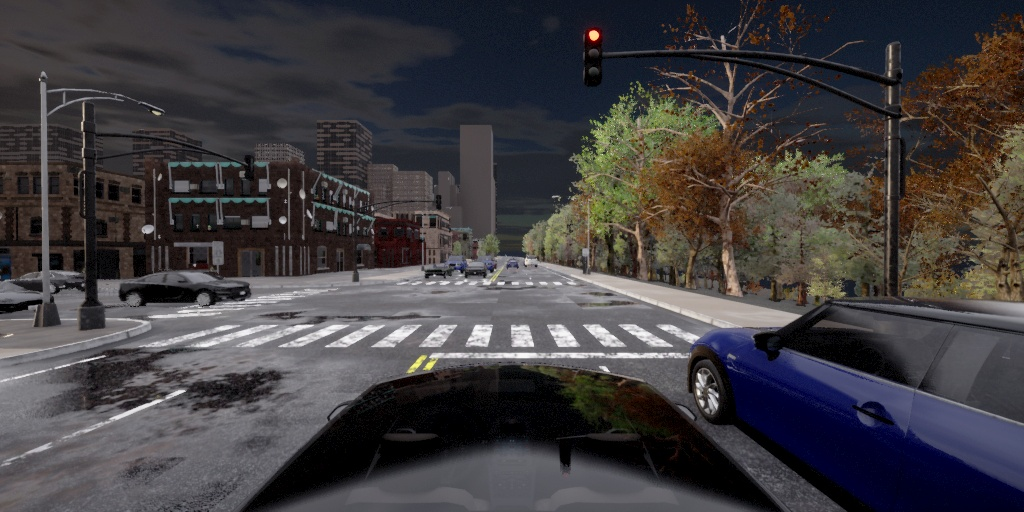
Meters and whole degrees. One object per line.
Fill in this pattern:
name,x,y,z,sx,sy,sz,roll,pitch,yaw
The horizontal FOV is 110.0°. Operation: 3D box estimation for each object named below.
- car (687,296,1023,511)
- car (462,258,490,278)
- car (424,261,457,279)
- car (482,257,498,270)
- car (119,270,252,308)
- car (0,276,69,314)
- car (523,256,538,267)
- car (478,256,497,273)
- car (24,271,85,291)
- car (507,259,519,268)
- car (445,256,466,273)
car,3.351,1.102,2.888,2.097,1.767,4.553,0,0,0
car,-3.344,1.217,34.003,1.882,1.535,5.008,0,0,-2
car,-6.598,1.341,32.772,1.895,1.301,4.718,0,0,0
car,-3.327,1.083,54.306,2.097,1.767,4.553,0,0,0
car,-14.251,1.379,15.787,5.008,1.535,1.882,-1,1,3
car,-19.946,1.564,13.347,4.313,1.339,1.948,0,0,0
car,3.358,0.948,63.696,2.150,2.045,5.566,0,0,0
car,-3.338,0.957,44.035,2.150,2.045,5.566,0,0,0
car,-28.278,1.559,21.860,4.403,1.370,2.007,0,0,0
car,0.103,1.254,58.688,1.812,1.442,4.674,0,0,0
car,-6.579,0.957,42.530,2.150,2.045,5.566,0,0,0
